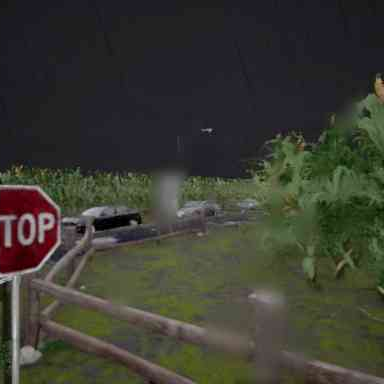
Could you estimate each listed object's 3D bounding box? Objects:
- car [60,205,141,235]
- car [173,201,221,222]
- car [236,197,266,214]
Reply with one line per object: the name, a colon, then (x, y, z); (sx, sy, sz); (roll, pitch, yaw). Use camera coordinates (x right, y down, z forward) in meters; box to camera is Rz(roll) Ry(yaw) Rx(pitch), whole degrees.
car: (-5.079, 1.530, 18.958); (1.882, 1.535, 5.008); (0, 0, 36)
car: (0.472, 1.481, 26.711); (2.128, 1.511, 4.902); (0, 0, 36)
car: (6.287, 1.278, 34.840); (2.097, 1.767, 4.553); (0, 0, 36)
